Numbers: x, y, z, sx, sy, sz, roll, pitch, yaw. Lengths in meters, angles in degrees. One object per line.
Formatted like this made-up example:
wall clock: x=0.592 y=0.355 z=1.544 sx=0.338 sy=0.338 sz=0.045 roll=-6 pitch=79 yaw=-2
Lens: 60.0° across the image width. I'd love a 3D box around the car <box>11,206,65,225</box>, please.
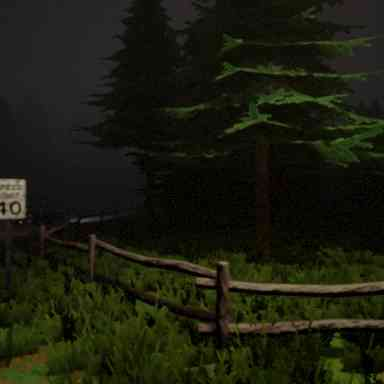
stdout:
car: x=-10.769 y=1.751 z=23.732 sx=2.128 sy=1.511 sz=4.902 roll=0 pitch=0 yaw=5
